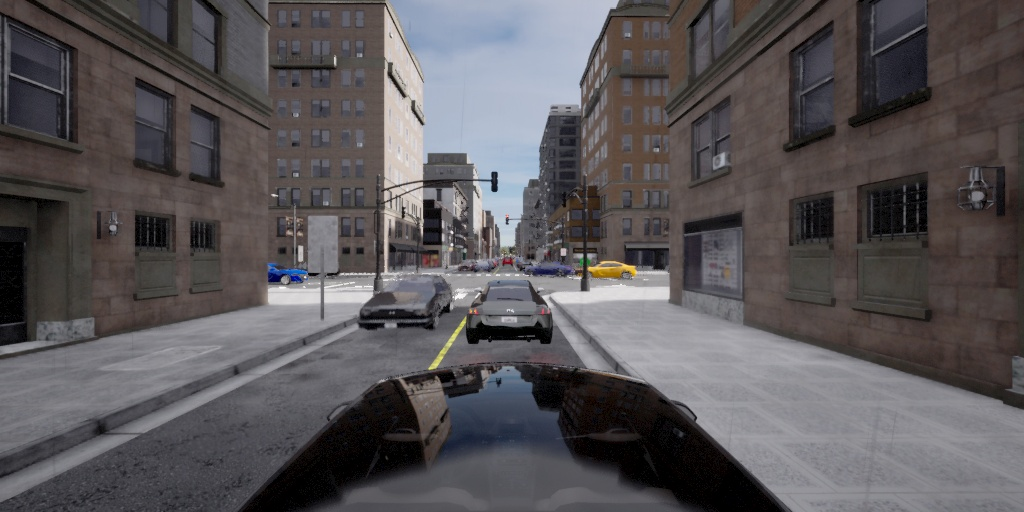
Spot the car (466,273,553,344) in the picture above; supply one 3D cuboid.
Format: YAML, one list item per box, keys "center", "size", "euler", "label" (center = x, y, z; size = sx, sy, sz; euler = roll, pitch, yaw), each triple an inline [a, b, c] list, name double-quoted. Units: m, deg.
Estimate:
- center: [-0.067, 1.314, 9.578]
  size: [1.994, 1.385, 4.181]
  euler: [0, 0, 0]
  label: "car"

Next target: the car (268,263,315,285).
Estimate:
- center: [-17.575, 1.288, 26.167]
  size: [5.008, 1.535, 1.882]
  euler: [0, 0, 1]
  label: "car"

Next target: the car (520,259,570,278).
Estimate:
- center: [3.502, 1.281, 34.445]
  size: [4.674, 1.442, 1.812]
  euler: [0, 0, 20]
  label: "car"

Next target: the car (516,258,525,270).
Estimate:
- center: [1.916, 1.356, 48.649]
  size: [1.948, 1.339, 4.313]
  euler: [0, 0, 0]
  label: "car"

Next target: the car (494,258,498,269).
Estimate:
- center: [-3.608, 1.347, 54.313]
  size: [2.033, 1.411, 5.357]
  euler: [0, 0, 0]
  label: "car"

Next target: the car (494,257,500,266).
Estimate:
- center: [-3.653, 1.296, 64.265]
  size: [1.882, 1.535, 5.008]
  euler: [0, 0, 0]
  label: "car"

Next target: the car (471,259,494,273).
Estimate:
- center: [-3.560, 1.309, 44.633]
  size: [1.812, 1.442, 4.674]
  euler: [0, 0, 1]
  label: "car"

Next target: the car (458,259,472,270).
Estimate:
- center: [-6.108, 1.230, 48.587]
  size: [1.967, 1.591, 4.097]
  euler: [0, 0, 0]
  label: "car"

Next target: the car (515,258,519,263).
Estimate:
- center: [1.830, 1.391, 59.671]
  size: [1.802, 1.307, 4.207]
  euler: [0, 0, 0]
  label: "car"

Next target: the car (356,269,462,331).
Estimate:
- center: [-2.988, 1.297, 11.316]
  size: [2.033, 1.411, 5.357]
  euler: [0, 0, -1]
  label: "car"

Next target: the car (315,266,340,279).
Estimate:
- center: [-18.450, 1.304, 32.861]
  size: [5.008, 1.535, 1.882]
  euler: [0, 0, -1]
  label: "car"

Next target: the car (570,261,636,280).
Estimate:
- center: [7.769, 1.194, 29.950]
  size: [5.008, 1.535, 1.882]
  euler: [0, 0, -1]
  label: "car"

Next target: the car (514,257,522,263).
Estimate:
- center: [1.787, 1.386, 65.181]
  size: [1.948, 1.339, 4.313]
  euler: [0, 0, 0]
  label: "car"
